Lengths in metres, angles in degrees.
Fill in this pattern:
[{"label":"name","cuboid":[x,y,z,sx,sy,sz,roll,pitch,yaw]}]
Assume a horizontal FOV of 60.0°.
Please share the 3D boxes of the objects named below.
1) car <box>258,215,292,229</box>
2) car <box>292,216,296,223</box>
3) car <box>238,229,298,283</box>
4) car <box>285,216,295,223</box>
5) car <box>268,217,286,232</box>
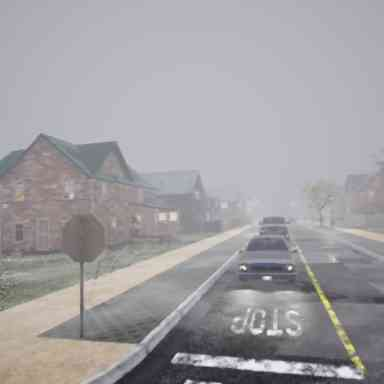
[{"label":"car","cuboid":[6.670,2.923,26.838,2.150,2.045,5.566,-3,-4,15]},{"label":"car","cuboid":[21.734,6.037,72.694,2.128,1.511,4.902,-3,-5,15]},{"label":"car","cuboid":[2.918,2.362,12.593,2.033,1.411,5.357,-3,-4,15]},{"label":"car","cuboid":[24.349,6.802,82.577,2.128,1.511,4.902,-3,-5,15]},{"label":"car","cuboid":[11.285,4.217,43.900,2.097,1.767,4.553,-3,-4,15]}]
